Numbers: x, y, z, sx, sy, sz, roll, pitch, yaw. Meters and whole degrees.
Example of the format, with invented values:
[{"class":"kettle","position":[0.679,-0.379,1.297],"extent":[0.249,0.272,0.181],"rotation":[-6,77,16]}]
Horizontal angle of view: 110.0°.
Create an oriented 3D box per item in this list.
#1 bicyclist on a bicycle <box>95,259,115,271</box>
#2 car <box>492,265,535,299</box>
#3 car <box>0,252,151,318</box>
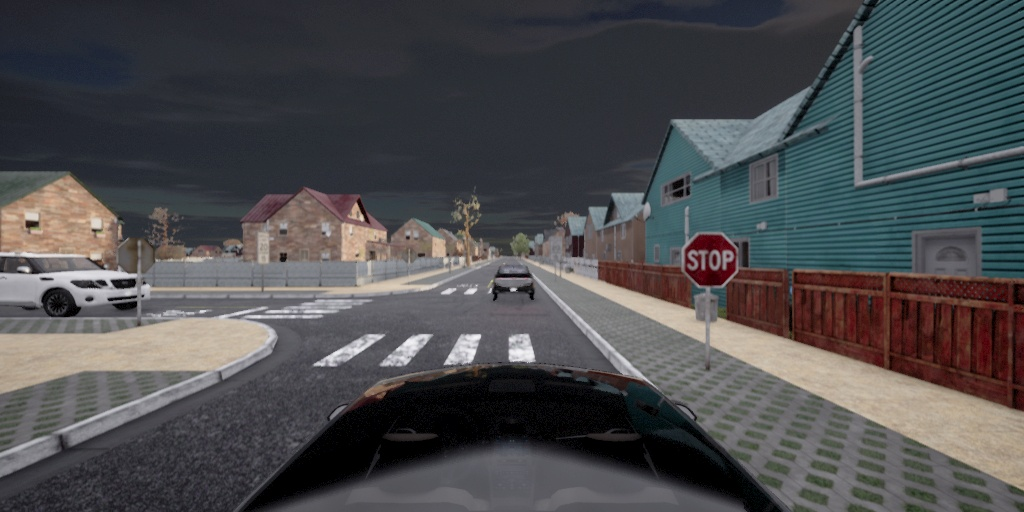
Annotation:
[{"class":"bicyclist on a bicycle","position":[-20.247,0.996,17.714],"extent":[0.582,1.620,1.656],"rotation":[0,0,-1]},{"class":"car","position":[0.065,1.147,17.163],"extent":[2.128,1.511,4.902],"rotation":[0,0,0]},{"class":"car","position":[-15.526,0.890,11.898],"extent":[5.566,2.045,2.150],"rotation":[0,0,-1]}]
